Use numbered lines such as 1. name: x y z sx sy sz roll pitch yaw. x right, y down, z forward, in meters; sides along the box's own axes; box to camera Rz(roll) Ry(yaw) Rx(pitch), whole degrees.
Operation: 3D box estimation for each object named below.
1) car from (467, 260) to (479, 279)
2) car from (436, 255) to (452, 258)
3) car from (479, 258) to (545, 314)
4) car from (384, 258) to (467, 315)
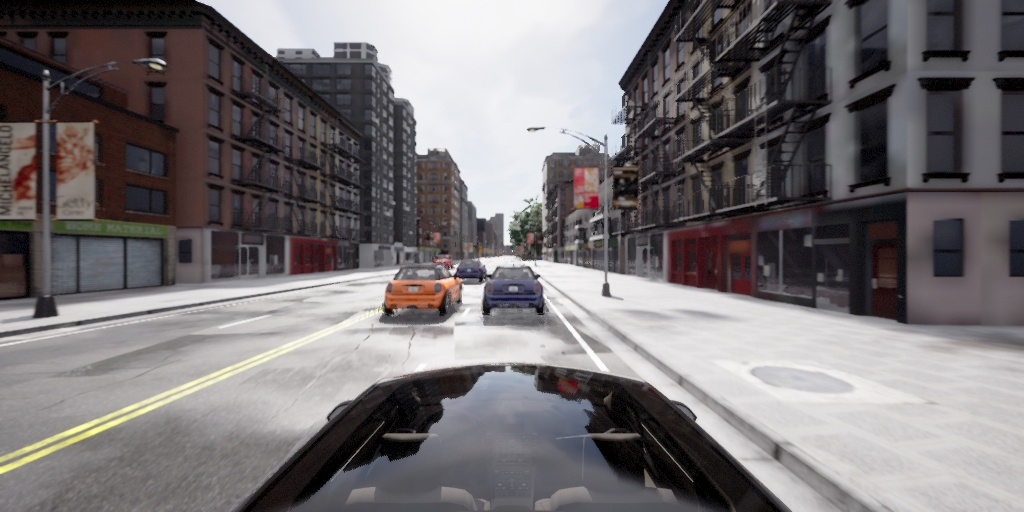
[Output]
1. car: -3.196 1.083 28.802 2.097 1.767 4.553 0 0 0
2. car: -9.853 0.900 51.373 2.150 2.045 5.566 0 0 0
3. car: 0.061 1.097 13.864 2.097 1.767 4.553 0 0 0
4. car: -3.188 1.098 13.748 2.097 1.767 4.553 0 0 0
